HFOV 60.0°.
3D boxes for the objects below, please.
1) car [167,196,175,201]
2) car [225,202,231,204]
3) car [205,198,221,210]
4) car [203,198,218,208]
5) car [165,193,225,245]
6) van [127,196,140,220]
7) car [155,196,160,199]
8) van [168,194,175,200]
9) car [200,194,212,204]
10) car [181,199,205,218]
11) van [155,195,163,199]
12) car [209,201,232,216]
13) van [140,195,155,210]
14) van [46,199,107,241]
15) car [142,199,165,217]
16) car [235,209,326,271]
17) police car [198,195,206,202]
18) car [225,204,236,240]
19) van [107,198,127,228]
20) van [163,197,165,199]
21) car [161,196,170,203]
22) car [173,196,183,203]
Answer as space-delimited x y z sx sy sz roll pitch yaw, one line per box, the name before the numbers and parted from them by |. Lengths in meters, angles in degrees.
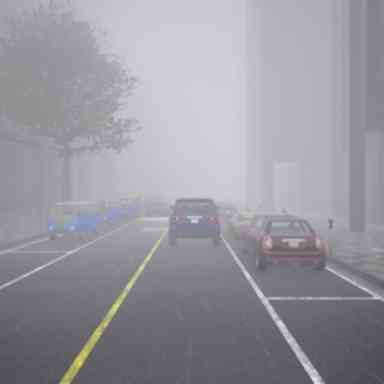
car | -5.749 1.667 89.612 1.887 1.381 4.507 0 0 0
car | 2.768 1.592 27.816 1.947 1.339 4.313 0 0 0
car | 2.771 1.573 44.842 1.752 1.417 4.829 0 0 0
car | 2.771 1.621 50.291 1.947 1.339 4.313 0 0 0
car | 0.108 1.235 15.684 2.150 2.045 5.566 0 0 0
van | -5.757 1.368 27.811 1.690 1.788 3.998 0 0 0
car | -5.755 1.592 44.665 1.887 1.381 4.507 0 0 0
van | -5.748 1.475 95.231 1.690 1.788 3.998 0 0 0
car | 2.774 1.395 67.148 2.192 1.841 5.009 0 0 0
car | 0.103 1.523 32.113 2.128 1.511 4.902 0 0 0
van | -5.754 1.396 50.283 1.690 1.788 3.998 0 0 0
car | 2.769 1.599 33.434 1.947 1.339 4.313 0 0 0
van | -5.755 1.381 39.047 1.690 1.788 3.998 0 0 0
van | -5.758 1.356 16.574 1.690 1.788 3.998 0 0 0
car | -3.092 1.594 30.990 1.994 1.385 4.181 0 0 0
car | 2.766 1.449 10.960 1.967 1.590 4.097 0 0 0
police car | 2.379 1.533 82.480 1.930 1.638 5.238 0 0 0
car | 2.767 1.540 16.748 1.752 1.417 4.829 0 0 0
van | -5.757 1.362 22.192 1.690 1.788 3.998 0 0 0
van | -5.753 1.404 55.903 1.690 1.788 3.998 0 0 0
car | -5.751 1.615 72.587 1.752 1.417 4.829 0 0 0
car | -2.989 1.650 72.332 1.895 1.301 4.718 0 0 0
